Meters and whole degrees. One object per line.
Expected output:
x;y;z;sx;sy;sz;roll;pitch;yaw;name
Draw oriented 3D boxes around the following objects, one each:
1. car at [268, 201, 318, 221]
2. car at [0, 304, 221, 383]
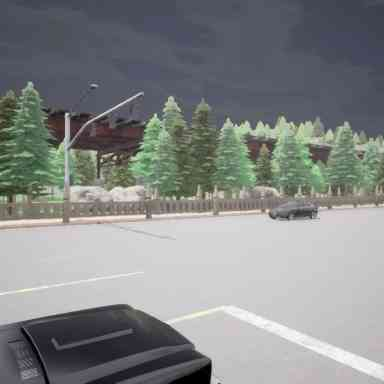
8.300;1.505;27.107;4.892;1.490;1.837;0;0;-36;car
-2.077;1.601;2.284;4.718;1.301;1.895;0;0;-35;car
